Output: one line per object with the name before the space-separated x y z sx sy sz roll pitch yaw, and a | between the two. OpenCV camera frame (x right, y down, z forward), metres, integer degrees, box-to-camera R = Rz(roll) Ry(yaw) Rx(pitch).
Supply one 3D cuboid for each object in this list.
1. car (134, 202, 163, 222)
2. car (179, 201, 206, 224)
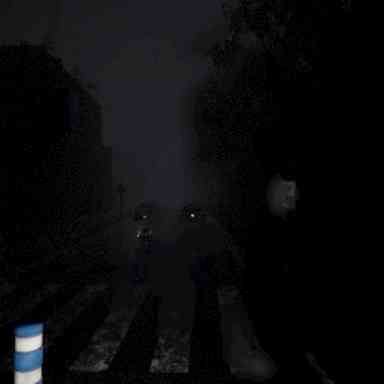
car | -3.418 1.542 26.486 2.128 1.511 4.902 0 0 0
car | 0.037 1.621 25.218 1.994 1.385 4.181 0 0 0
